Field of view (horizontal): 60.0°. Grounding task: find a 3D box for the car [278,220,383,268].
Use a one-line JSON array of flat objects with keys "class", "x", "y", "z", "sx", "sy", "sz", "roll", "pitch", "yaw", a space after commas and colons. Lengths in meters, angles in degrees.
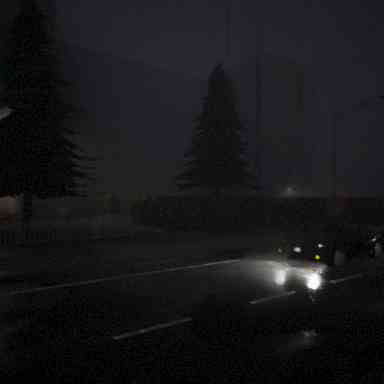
[{"class": "car", "x": 5.024, "y": 1.707, "z": 11.914, "sx": 4.181, "sy": 1.385, "sz": 1.994, "roll": 1, "pitch": -1, "yaw": -36}]
